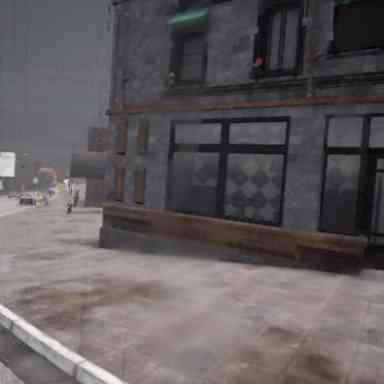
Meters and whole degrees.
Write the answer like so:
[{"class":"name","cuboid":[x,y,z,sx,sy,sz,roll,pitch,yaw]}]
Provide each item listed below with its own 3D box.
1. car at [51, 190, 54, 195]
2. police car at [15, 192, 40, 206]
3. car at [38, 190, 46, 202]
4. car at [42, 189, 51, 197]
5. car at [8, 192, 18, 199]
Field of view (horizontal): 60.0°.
[{"class":"car","cuboid":[-37.299,0.235,84.816,2.150,2.045,5.566,3,0,-18]},{"class":"police car","cuboid":[-26.179,1.225,53.049,1.930,1.638,5.238,3,0,-18]},{"class":"car","cuboid":[-29.218,1.084,62.664,1.801,1.575,5.366,3,0,-18]},{"class":"car","cuboid":[-30.953,0.857,68.178,2.097,1.767,4.553,3,0,-18]},{"class":"car","cuboid":[-35.063,0.647,66.103,2.033,1.411,5.357,3,0,-18]}]
